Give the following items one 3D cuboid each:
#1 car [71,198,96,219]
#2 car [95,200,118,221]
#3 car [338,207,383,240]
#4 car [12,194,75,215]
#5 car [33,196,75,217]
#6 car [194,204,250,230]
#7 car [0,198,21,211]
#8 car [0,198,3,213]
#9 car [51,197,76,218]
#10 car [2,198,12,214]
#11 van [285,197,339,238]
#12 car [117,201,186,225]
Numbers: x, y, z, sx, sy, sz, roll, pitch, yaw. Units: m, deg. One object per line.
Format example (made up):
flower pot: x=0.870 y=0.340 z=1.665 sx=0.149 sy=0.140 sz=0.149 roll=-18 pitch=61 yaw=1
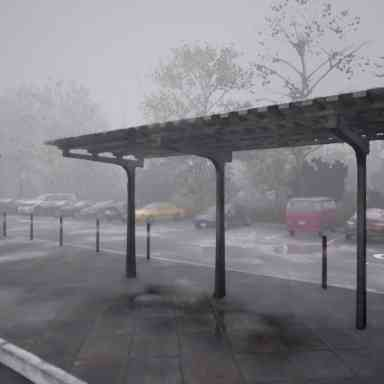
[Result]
car: x=-7.005 y=1.459 z=27.632 sx=2.231 sy=1.521 sz=4.892 roll=0 pitch=0 yaw=35
car: x=-4.728 y=1.493 z=26.047 sx=2.163 sy=1.488 sz=4.792 roll=0 pitch=0 yaw=35
car: x=8.843 y=1.535 z=16.396 sx=2.002 sy=1.452 sz=4.674 roll=0 pitch=0 yaw=35
car: x=-13.821 y=1.191 z=32.416 sx=2.435 sy=2.045 sz=5.566 roll=0 pitch=0 yaw=35
car: x=-11.536 y=1.447 z=30.840 sx=2.097 sy=1.535 sz=5.008 roll=0 pitch=0 yaw=35
car: x=2.035 y=1.509 z=21.186 sx=2.163 sy=1.488 sz=4.792 roll=0 pitch=0 yaw=35
car: x=-22.881 y=1.438 z=38.832 sx=2.163 sy=1.488 sz=4.792 roll=1 pitch=0 yaw=35
car: x=-18.339 y=1.429 z=35.644 sx=2.097 sy=1.535 sz=5.008 roll=0 pitch=0 yaw=35
car: x=-9.271 y=1.452 z=29.235 sx=2.097 sy=1.535 sz=5.008 roll=0 pitch=0 yaw=35
car: x=-16.072 y=1.438 z=34.038 sx=2.231 sy=1.521 sz=4.892 roll=0 pitch=0 yaw=35
van: x=6.648 y=1.264 z=18.097 sx=1.878 sy=1.987 sz=4.442 roll=0 pitch=0 yaw=35
car: x=-2.587 y=1.465 z=24.267 sx=1.946 sy=1.575 sz=5.366 roll=0 pitch=0 yaw=35
